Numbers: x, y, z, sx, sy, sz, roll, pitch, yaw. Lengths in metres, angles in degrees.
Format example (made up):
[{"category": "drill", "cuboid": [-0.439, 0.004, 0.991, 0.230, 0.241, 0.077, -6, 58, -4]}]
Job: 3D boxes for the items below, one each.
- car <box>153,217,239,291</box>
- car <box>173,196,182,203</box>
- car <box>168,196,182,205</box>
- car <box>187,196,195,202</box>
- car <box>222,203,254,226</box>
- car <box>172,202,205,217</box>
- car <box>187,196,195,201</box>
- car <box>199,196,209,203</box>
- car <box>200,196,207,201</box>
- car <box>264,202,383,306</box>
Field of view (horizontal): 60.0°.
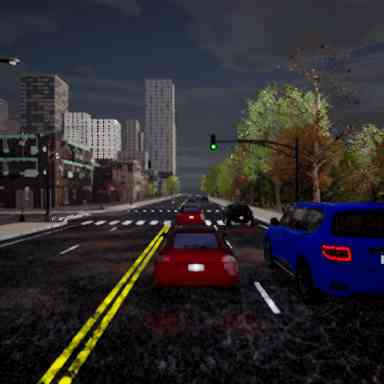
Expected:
[{"category": "car", "cuboid": [0.081, 1.600, 9.162, 1.994, 1.385, 4.181, 0, 0, 0]}, {"category": "car", "cuboid": [-3.443, 1.792, 78.190, 1.837, 1.490, 4.892, 0, 0, 0]}, {"category": "car", "cuboid": [-3.441, 1.728, 62.733, 2.128, 1.511, 4.902, 0, 0, 0]}, {"category": "car", "cuboid": [-0.200, 1.832, 80.250, 2.033, 1.411, 5.357, 0, 0, 0]}, {"category": "car", "cuboid": [3.292, 1.574, 24.630, 1.882, 1.535, 5.008, 0, 0, 0]}, {"category": "car", "cuboid": [-0.221, 1.658, 24.176, 1.994, 1.385, 4.181, 0, 0, -5]}, {"category": "car", "cuboid": [-0.225, 1.722, 90.671, 1.994, 1.385, 4.181, 0, 0, 0]}, {"category": "car", "cuboid": [3.050, 1.792, 80.259, 1.837, 1.490, 4.892, 0, 0, 0]}, {"category": "car", "cuboid": [3.025, 1.693, 90.679, 1.812, 1.442, 4.674, 0, 0, 0]}, {"category": "car", "cuboid": [3.327, 1.251, 8.233, 2.150, 2.045, 5.566, 0, -1, 0]}]
